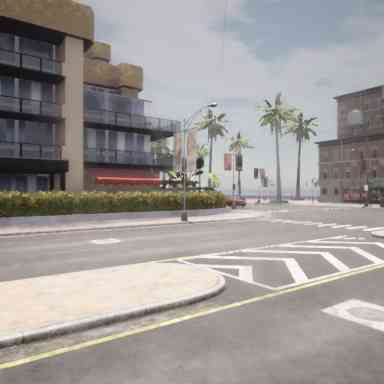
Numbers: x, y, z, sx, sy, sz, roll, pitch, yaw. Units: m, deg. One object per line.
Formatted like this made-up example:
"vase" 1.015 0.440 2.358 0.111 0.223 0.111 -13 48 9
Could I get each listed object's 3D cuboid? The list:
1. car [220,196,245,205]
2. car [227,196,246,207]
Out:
"car" 7.435 1.505 61.983 1.837 1.490 4.892 0 0 -35
"car" 6.156 1.478 51.241 1.882 1.535 5.008 0 0 -35
